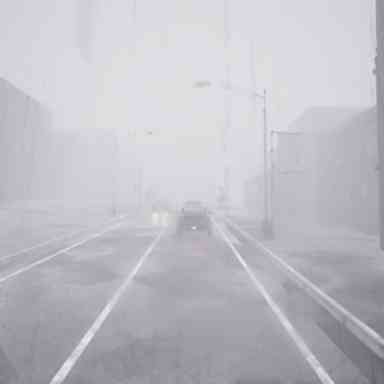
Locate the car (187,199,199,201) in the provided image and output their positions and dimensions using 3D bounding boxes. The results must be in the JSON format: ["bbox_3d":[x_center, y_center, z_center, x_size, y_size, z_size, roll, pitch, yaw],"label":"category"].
[{"bbox_3d":[0.099,1.526,36.693,1.837,1.490,4.892,0,0,0],"label":"car"}]

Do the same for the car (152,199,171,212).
[{"bbox_3d":[-3.513,1.518,38.555,2.128,1.511,4.902,0,0,0],"label":"car"}]

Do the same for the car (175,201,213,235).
[{"bbox_3d":[0.100,1.501,18.624,1.837,1.490,4.892,0,0,0],"label":"car"}]
